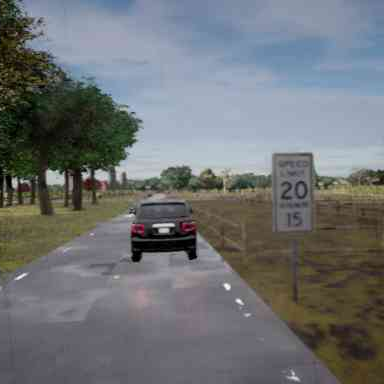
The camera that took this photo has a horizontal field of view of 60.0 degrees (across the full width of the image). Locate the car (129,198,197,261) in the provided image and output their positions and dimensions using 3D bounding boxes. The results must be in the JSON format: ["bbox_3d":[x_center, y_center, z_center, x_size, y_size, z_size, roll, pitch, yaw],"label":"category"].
[{"bbox_3d":[-1.075,1.265,12.785,2.150,2.045,5.566,-2,0,-5],"label":"car"}]

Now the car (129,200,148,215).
[{"bbox_3d":[-6.228,1.703,38.895,1.837,1.490,4.892,-2,0,-5],"label":"car"}]
